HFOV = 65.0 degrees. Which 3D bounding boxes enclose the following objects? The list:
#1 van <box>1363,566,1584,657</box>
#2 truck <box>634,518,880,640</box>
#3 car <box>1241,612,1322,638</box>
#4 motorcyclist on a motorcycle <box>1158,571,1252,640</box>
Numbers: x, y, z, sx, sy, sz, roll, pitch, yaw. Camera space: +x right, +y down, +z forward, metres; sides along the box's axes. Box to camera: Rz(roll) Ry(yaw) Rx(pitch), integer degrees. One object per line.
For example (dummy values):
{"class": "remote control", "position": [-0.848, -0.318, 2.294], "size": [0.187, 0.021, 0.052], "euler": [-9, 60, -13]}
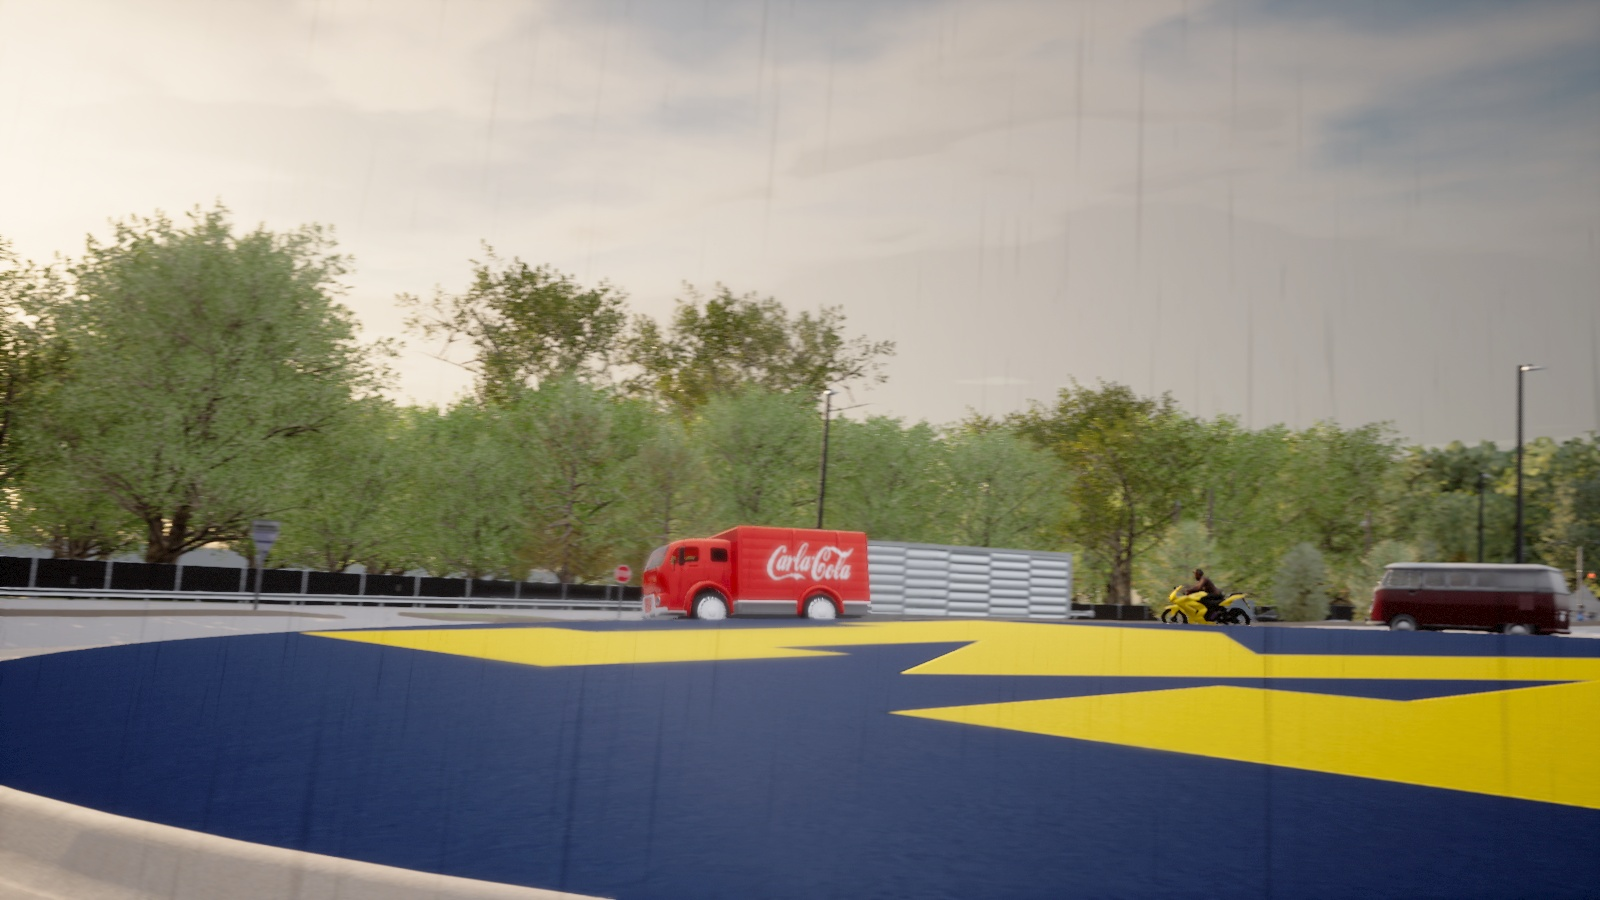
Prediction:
{"class": "van", "position": [16.471, 3.926, 30.882], "size": [4.442, 1.987, 1.775], "euler": [-4, -10, 44]}
{"class": "truck", "position": [-1.038, 3.163, 29.837], "size": [5.204, 2.467, 2.627], "euler": [5, -13, -24]}
{"class": "car", "position": [33.202, 12.069, 86.700], "size": [1.837, 1.490, 4.892], "euler": [10, -10, -42]}
{"class": "motorcyclist on a motorcycle", "position": [9.531, 3.646, 29.561], "size": [2.044, 1.523, 0.797], "euler": [-1, -7, 22]}
